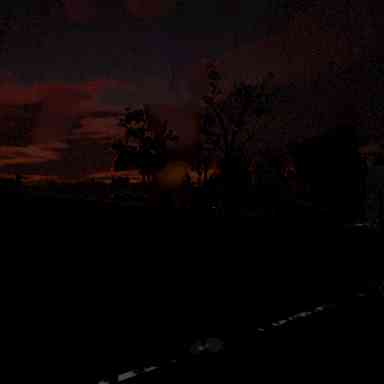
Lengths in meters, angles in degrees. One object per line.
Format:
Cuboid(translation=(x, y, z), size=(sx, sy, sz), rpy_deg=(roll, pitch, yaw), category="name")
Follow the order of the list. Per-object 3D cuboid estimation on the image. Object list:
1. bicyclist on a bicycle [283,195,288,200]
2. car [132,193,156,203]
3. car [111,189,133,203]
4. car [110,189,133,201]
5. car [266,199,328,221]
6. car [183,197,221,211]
Cuboid(translation=(9.582, 1.173, 33.981), size=(1.656, 1.620, 0.582), rpy_deg=(0, 1, -35), category="bicyclist on a bicycle")
Cuboid(translation=(-7.325, 0.934, 52.865), size=(1.812, 1.442, 4.674), rpy_deg=(0, 1, -34), category="car")
Cuboid(translation=(-10.881, 0.619, 53.027), size=(2.150, 2.045, 5.566), rpy_deg=(0, 0, -34), category="car")
Cuboid(translation=(-13.024, 0.502, 60.938), size=(2.150, 2.045, 5.566), rpy_deg=(0, 1, -35), category="car")
Cuboid(translation=(8.045, 1.291, 25.729), size=(1.882, 1.535, 5.008), rpy_deg=(0, 1, -35), category="car")
Cuboid(translation=(1.010, 1.260, 35.826), size=(1.895, 1.301, 4.718), rpy_deg=(0, 1, -35), category="car")
